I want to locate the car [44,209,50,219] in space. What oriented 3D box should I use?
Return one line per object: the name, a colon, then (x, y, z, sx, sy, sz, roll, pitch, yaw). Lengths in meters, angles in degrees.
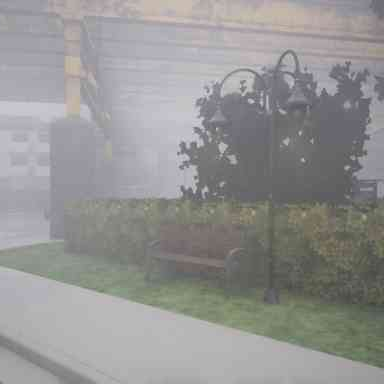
car: (-8.719, 1.478, 25.694, 5.008, 1.535, 1.882, 0, 0, -9)
